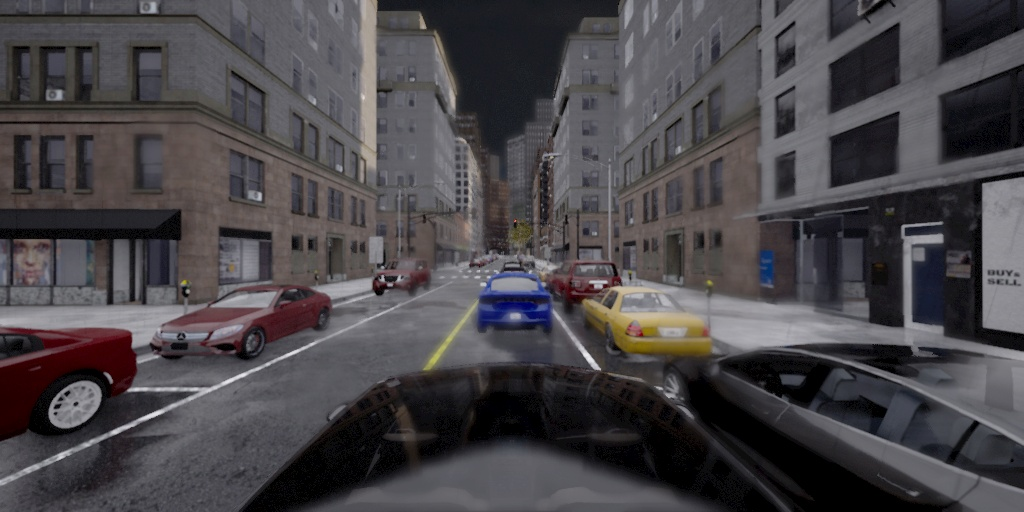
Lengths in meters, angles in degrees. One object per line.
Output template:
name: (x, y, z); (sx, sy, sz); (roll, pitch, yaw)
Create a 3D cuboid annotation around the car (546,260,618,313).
car: (2.766, 1.056, 13.863); (2.192, 1.841, 5.009); (0, 0, 0)

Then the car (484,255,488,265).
car: (-5.746, 0.993, 62.509); (1.967, 1.591, 4.097); (0, 0, 0)

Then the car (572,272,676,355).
car: (2.764, 1.272, 8.479); (1.751, 1.417, 4.829); (0, 0, 0)

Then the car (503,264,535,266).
car: (0.098, 1.298, 18.476); (1.994, 1.385, 4.181); (0, 0, 0)

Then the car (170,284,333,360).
car: (-5.761, 1.329, 8.317); (1.802, 1.307, 4.207); (0, 0, 0)

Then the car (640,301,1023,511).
car: (2.762, 1.316, 2.757); (1.948, 1.339, 4.313); (0, 0, 0)

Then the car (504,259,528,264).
car: (0.054, 1.217, 27.389); (1.837, 1.490, 4.892); (0, 0, 0)

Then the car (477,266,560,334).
car: (0.056, 1.223, 10.630); (1.882, 1.535, 5.008); (0, 0, -1)

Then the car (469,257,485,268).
car: (-5.748, 1.130, 57.084); (1.888, 1.381, 4.507); (0, 0, 0)

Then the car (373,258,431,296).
car: (-5.758, 1.047, 19.424); (2.192, 1.841, 5.009); (0, 0, 0)

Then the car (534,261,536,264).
car: (2.769, 1.244, 25.139); (1.751, 1.417, 4.829); (0, 0, 0)

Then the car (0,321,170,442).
car: (-5.763, 1.296, 2.766); (1.888, 1.381, 4.507); (0, 0, 0)

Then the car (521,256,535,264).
car: (2.777, 1.135, 57.075); (2.007, 1.370, 4.403); (0, 0, 0)
